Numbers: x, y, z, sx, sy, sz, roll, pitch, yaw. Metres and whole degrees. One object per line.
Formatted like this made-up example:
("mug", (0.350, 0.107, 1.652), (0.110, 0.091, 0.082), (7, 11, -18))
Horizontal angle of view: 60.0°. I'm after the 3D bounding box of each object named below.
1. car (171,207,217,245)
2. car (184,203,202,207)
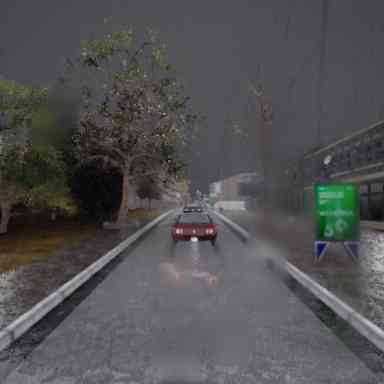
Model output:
("car", (0.091, 1.612, 15.566), (1.895, 1.301, 4.718), (0, 0, 0))
("car", (0.093, 1.769, 33.298), (1.895, 1.301, 4.718), (0, -1, 0))
